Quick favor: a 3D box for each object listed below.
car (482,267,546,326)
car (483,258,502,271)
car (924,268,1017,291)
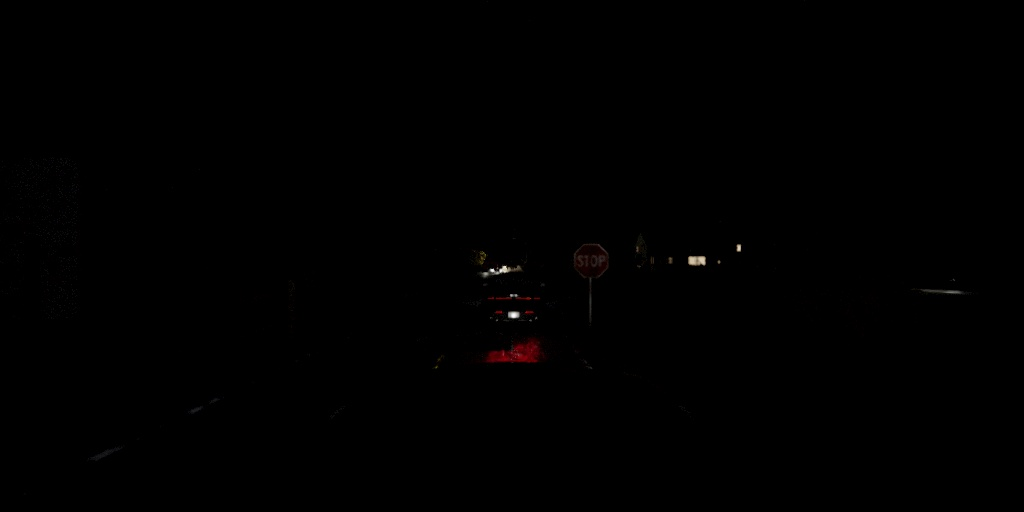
[{"bbox_3d":[0.060,1.301,11.861,1.837,1.490,4.892,0,0,0],"label":"car"},{"bbox_3d":[-2.865,1.234,50.772,2.150,2.045,5.566,0,0,0],"label":"car"},{"bbox_3d":[32.809,1.647,25.745,5.008,1.535,1.882,0,0,1],"label":"car"}]
